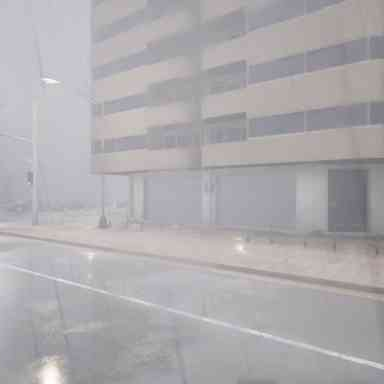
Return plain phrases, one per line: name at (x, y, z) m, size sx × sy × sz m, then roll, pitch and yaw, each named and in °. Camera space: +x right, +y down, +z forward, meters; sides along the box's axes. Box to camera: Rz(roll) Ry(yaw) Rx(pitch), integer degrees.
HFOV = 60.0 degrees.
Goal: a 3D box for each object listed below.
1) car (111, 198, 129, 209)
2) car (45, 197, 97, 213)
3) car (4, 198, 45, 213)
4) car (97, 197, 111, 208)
car at (-8.138, 1.478, 45.646) m, size 1.882 × 1.535 × 5.008 m, roll 0°, pitch 0°, yaw 37°
car at (-13.765, 1.505, 38.056) m, size 1.837 × 1.490 × 4.892 m, roll 0°, pitch 0°, yaw 37°
car at (-18.479, 1.505, 37.577) m, size 1.837 × 1.490 × 4.892 m, roll 0°, pitch 0°, yaw 37°
car at (-12.964, 1.505, 45.014) m, size 1.837 × 1.490 × 4.892 m, roll 0°, pitch 0°, yaw 37°
